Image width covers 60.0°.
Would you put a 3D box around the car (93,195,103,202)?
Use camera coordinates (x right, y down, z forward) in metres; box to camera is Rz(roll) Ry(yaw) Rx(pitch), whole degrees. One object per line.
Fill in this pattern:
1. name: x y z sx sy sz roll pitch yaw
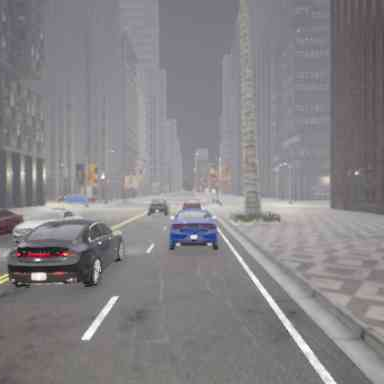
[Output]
1. car: -20.836 1.344 69.252 4.097 1.590 1.967 0 0 0

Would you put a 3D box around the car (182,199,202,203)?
1. car: 0.008 1.469 34.656 1.882 1.535 5.008 0 0 0

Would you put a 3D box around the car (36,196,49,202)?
1. car: -32.086 1.397 69.258 4.403 1.369 2.008 0 0 0

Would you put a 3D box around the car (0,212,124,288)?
1. car: -3.170 1.511 9.291 1.837 1.490 4.892 0 0 0

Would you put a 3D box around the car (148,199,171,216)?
1. car: -3.235 1.507 33.162 1.837 1.490 4.892 0 0 0

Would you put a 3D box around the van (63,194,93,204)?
1. van: -20.839 1.307 60.727 3.998 1.788 1.690 0 0 0

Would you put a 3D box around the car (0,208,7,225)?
1. car: -9.885 1.508 15.725 1.882 1.535 5.008 0 0 0

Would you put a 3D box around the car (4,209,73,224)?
1. car: -6.633 1.544 15.887 1.812 1.442 4.674 0 0 0

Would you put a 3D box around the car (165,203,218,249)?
1. car: 0.061 1.471 14.469 1.882 1.535 5.008 0 0 0

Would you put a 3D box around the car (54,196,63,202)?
1. car: -26.460 1.441 69.255 4.313 1.339 1.947 0 0 0
